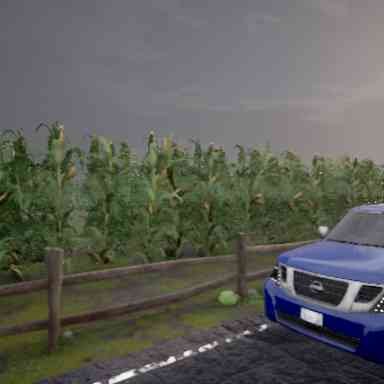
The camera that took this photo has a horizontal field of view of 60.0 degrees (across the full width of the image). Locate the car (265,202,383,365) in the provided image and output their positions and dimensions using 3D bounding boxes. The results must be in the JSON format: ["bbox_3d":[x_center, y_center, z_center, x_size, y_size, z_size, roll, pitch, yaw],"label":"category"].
[{"bbox_3d":[3.739,1.202,5.731,5.566,2.045,2.150,0,0,-35],"label":"car"}]
